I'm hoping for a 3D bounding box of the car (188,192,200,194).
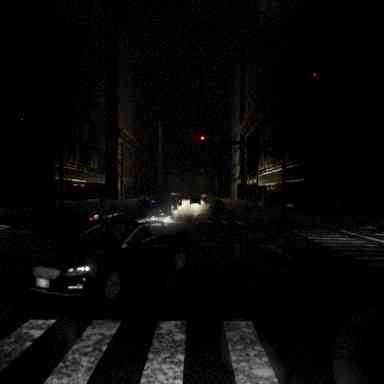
[{"bbox_3d":[0.601,1.399,72.847,1.837,1.490,4.892,0,0,1],"label":"car"}]

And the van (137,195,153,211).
[{"bbox_3d":[-5.543,1.307,40.335,1.690,1.788,3.998,0,0,1],"label":"van"}]

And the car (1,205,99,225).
[{"bbox_3d":[-8.196,1.494,19.648,5.357,1.411,2.033,2,0,1],"label":"car"}]

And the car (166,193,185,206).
[{"bbox_3d":[-2.653,1.299,51.991,2.097,1.767,4.553,0,0,1],"label":"car"}]

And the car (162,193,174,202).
[{"bbox_3d":[-5.242,1.210,74.226,2.192,1.841,5.009,0,0,1],"label":"car"}]

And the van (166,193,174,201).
[{"bbox_3d":[-5.191,1.219,79.875,1.690,1.788,3.998,0,0,1],"label":"van"}]

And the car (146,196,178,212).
[{"bbox_3d":[-2.845,1.467,32.808,2.128,1.511,4.902,0,0,1],"label":"car"}]

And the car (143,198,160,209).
[{"bbox_3d":[-5.494,1.539,45.984,1.802,1.307,4.206,0,0,1],"label":"car"}]

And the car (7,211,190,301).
[{"bbox_3d":[-1.773,1.489,8.587,2.128,1.511,4.902,0,0,27],"label":"car"}]

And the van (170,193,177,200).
[{"bbox_3d":[-5.091,1.186,91.171,1.690,1.788,3.998,0,0,1],"label":"van"}]

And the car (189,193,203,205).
[{"bbox_3d":[0.561,1.442,57.441,1.837,1.490,4.892,0,0,1],"label":"car"}]

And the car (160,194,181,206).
[{"bbox_3d":[-2.760,1.441,42.247,1.882,1.535,5.008,0,0,1],"label":"car"}]

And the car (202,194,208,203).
[{"bbox_3d":[3.131,1.518,57.207,1.802,1.307,4.206,0,0,1],"label":"car"}]

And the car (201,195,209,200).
[{"bbox_3d":[3.382,1.443,85.451,1.802,1.307,4.206,0,0,1],"label":"car"}]

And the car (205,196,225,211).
[{"bbox_3d":[2.981,1.532,40.260,1.947,1.339,4.313,0,0,1],"label":"car"}]

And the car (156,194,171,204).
[{"bbox_3d":[-5.342,1.239,62.929,2.192,1.841,5.009,0,0,1],"label":"car"}]

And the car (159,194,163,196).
[{"bbox_3d":[-5.393,1.376,57.281,1.967,1.590,4.097,0,0,1],"label":"car"}]

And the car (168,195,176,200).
[{"bbox_3d":[-5.142,1.406,85.523,1.887,1.381,4.507,0,0,1],"label":"car"}]
